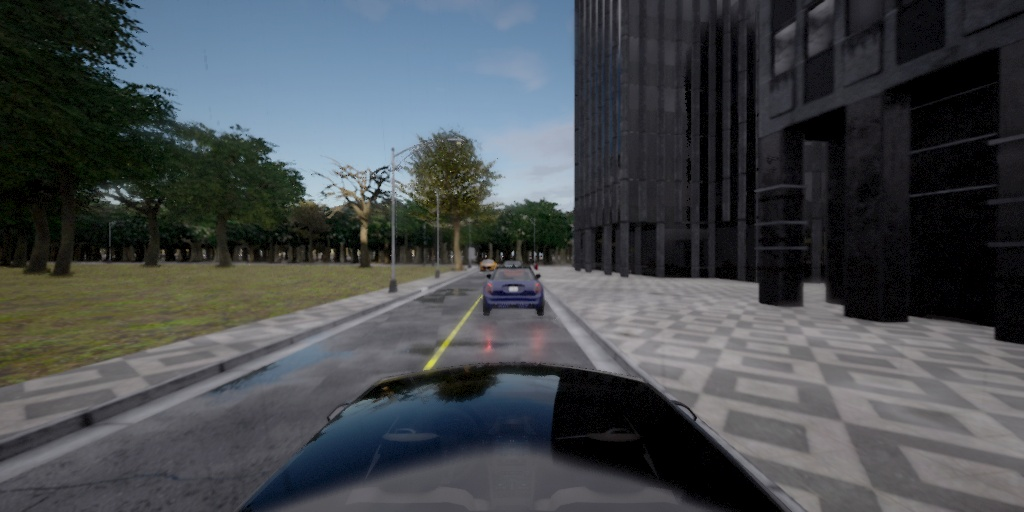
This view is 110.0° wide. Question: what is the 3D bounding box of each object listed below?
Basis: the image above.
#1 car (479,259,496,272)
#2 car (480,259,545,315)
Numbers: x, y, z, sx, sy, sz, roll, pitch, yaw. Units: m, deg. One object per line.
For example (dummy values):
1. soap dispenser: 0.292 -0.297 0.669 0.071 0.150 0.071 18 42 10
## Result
1. car: -3.082 1.193 46.502 1.882 1.535 5.008 0 0 0
2. car: 0.065 1.098 13.760 2.097 1.767 4.553 0 0 0
